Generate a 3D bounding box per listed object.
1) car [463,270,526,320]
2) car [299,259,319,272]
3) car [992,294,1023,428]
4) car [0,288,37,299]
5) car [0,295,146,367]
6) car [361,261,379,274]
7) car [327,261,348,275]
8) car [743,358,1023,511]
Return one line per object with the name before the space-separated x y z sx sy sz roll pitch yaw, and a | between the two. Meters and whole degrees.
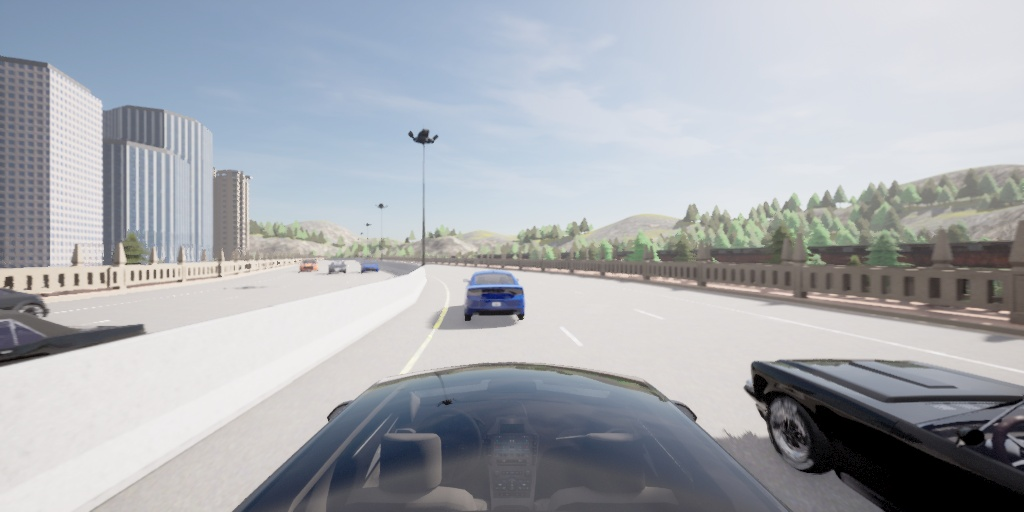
car | -0.713 1.240 12.774 1.882 1.535 5.008 0 0 -6
car | -27.062 1.243 47.972 2.097 1.767 4.553 0 0 -25
car | 6.943 1.216 1.946 2.128 1.511 4.902 0 0 0
car | -14.551 1.374 8.762 1.994 1.385 4.181 0 0 -6
car | -7.228 1.380 3.953 1.895 1.301 4.718 0 0 -2
car | -17.494 1.329 44.134 1.882 1.535 5.008 0 0 -25
car | -19.958 1.349 41.140 2.128 1.511 4.902 0 0 -25
car | 3.492 1.338 1.826 1.895 1.301 4.718 0 0 0
